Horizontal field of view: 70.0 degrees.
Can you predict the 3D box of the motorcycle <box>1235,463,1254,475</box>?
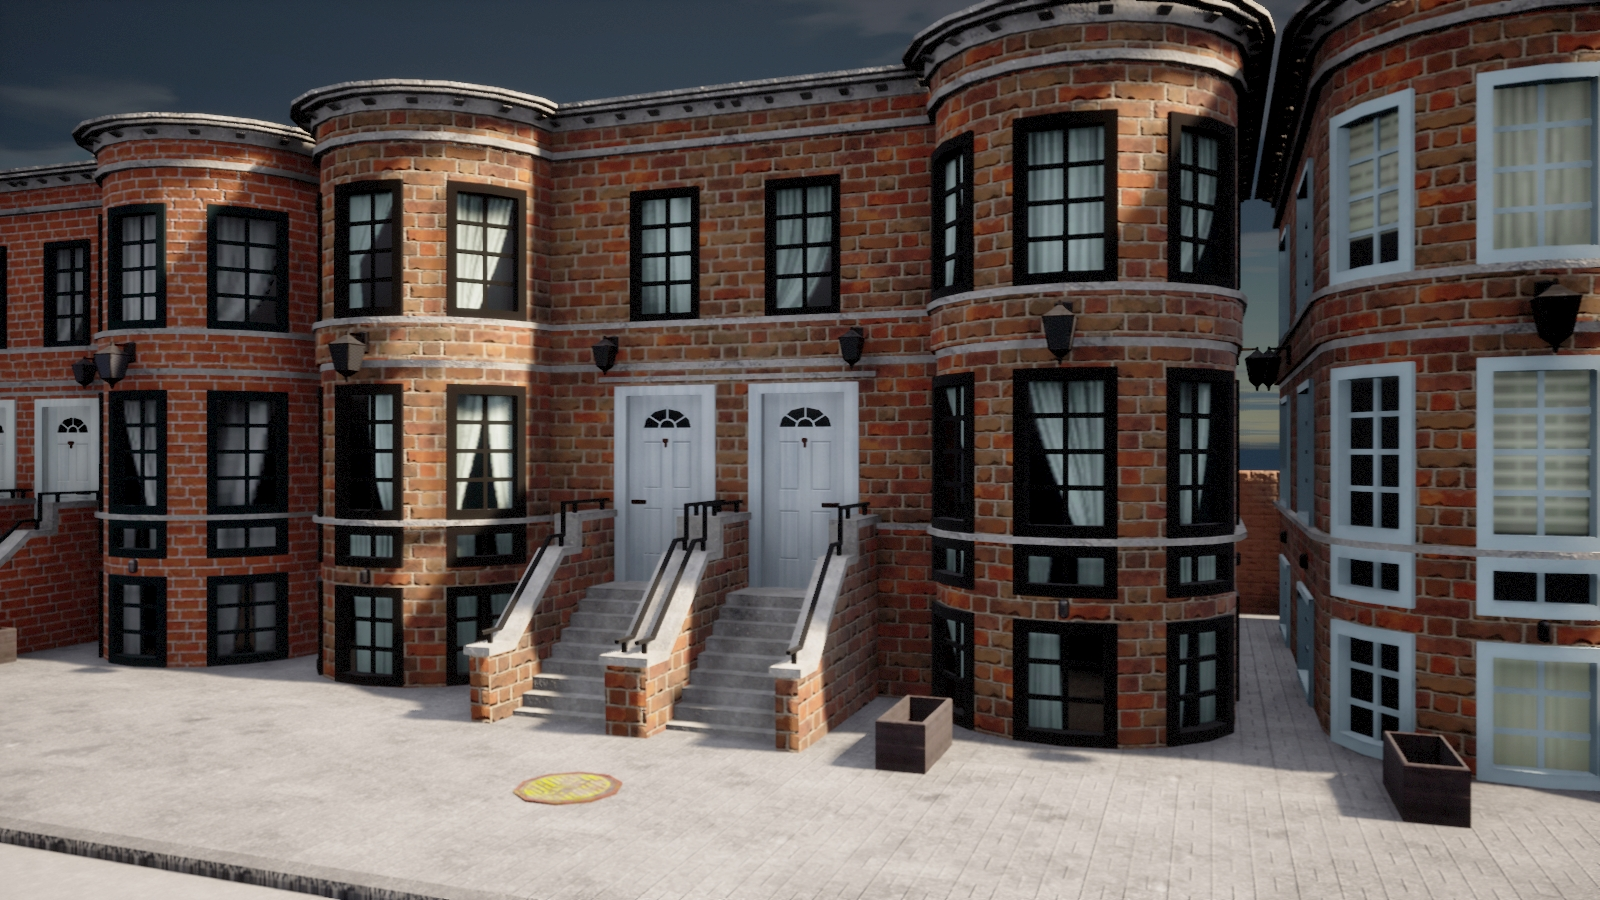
[{"bbox_3d":[45.715,1.963,117.587,1.805,1.236,0.856,0,0,20],"label":"motorcycle"}]
